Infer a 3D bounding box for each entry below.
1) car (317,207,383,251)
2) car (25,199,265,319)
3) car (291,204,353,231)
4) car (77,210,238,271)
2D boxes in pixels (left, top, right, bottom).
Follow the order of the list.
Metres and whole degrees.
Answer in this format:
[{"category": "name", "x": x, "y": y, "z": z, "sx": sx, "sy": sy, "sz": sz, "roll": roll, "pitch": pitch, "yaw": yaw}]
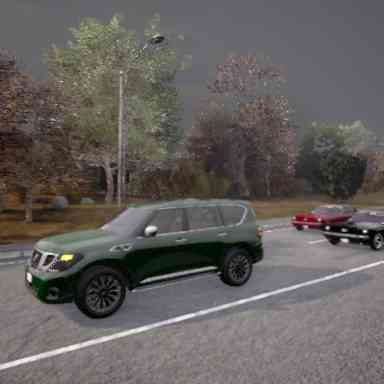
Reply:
[{"category": "car", "x": 7.423, "y": 1.420, "z": 13.504, "sx": 4.718, "sy": 1.301, "sz": 1.895, "roll": -2, "pitch": 1, "yaw": -35}, {"category": "car", "x": -0.746, "y": 1.201, "z": 7.745, "sx": 5.566, "sy": 2.045, "sz": 2.150, "roll": 0, "pitch": 0, "yaw": -35}, {"category": "car", "x": 7.433, "y": 1.356, "z": 17.772, "sx": 4.718, "sy": 1.301, "sz": 1.895, "roll": -2, "pitch": 1, "yaw": -35}, {"category": "car", "x": -1.064, "y": 1.510, "z": 11.801, "sx": 5.357, "sy": 1.411, "sz": 2.033, "roll": -1, "pitch": 0, "yaw": -35}]
